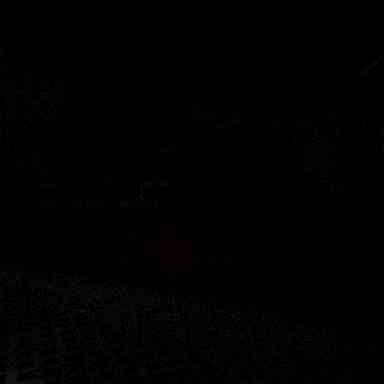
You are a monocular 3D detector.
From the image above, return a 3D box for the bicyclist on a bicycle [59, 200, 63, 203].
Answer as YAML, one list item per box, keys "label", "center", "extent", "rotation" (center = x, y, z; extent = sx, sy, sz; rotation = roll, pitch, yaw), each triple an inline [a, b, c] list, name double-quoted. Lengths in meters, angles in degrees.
- label: "bicyclist on a bicycle"
  center: [-9.455, 1.380, 24.359]
  extent: [1.656, 1.620, 0.582]
  rotation: [-3, -2, 22]

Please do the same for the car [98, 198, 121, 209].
- label: "car"
  center: [-10.088, 1.778, 38.435]
  extent: [2.150, 2.045, 5.566]
  rotation: [-3, -2, 22]

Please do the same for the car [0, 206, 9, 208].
- label: "car"
  center: [-15.158, 1.835, 25.823]
  extent: [1.812, 1.442, 4.674]
  rotation: [-3, -2, 22]
